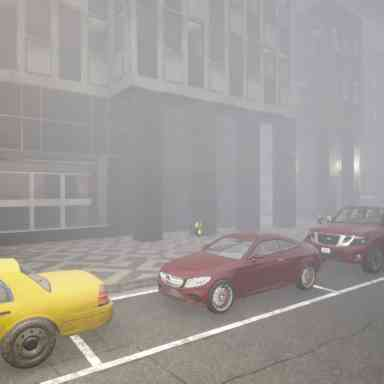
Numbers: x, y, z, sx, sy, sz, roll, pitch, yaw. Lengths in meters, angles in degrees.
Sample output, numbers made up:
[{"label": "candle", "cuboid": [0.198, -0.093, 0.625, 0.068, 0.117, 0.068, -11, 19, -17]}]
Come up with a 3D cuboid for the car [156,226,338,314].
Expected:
[{"label": "car", "cuboid": [1.227, 1.582, 7.521, 4.206, 1.307, 1.802, 0, 0, -35]}]

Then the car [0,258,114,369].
[{"label": "car", "cuboid": [-3.475, 1.525, 4.174, 4.829, 1.417, 1.752, 0, 0, -35]}]

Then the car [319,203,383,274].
[{"label": "car", "cuboid": [5.790, 1.314, 10.772, 5.009, 1.841, 2.192, 0, 0, -35]}]
